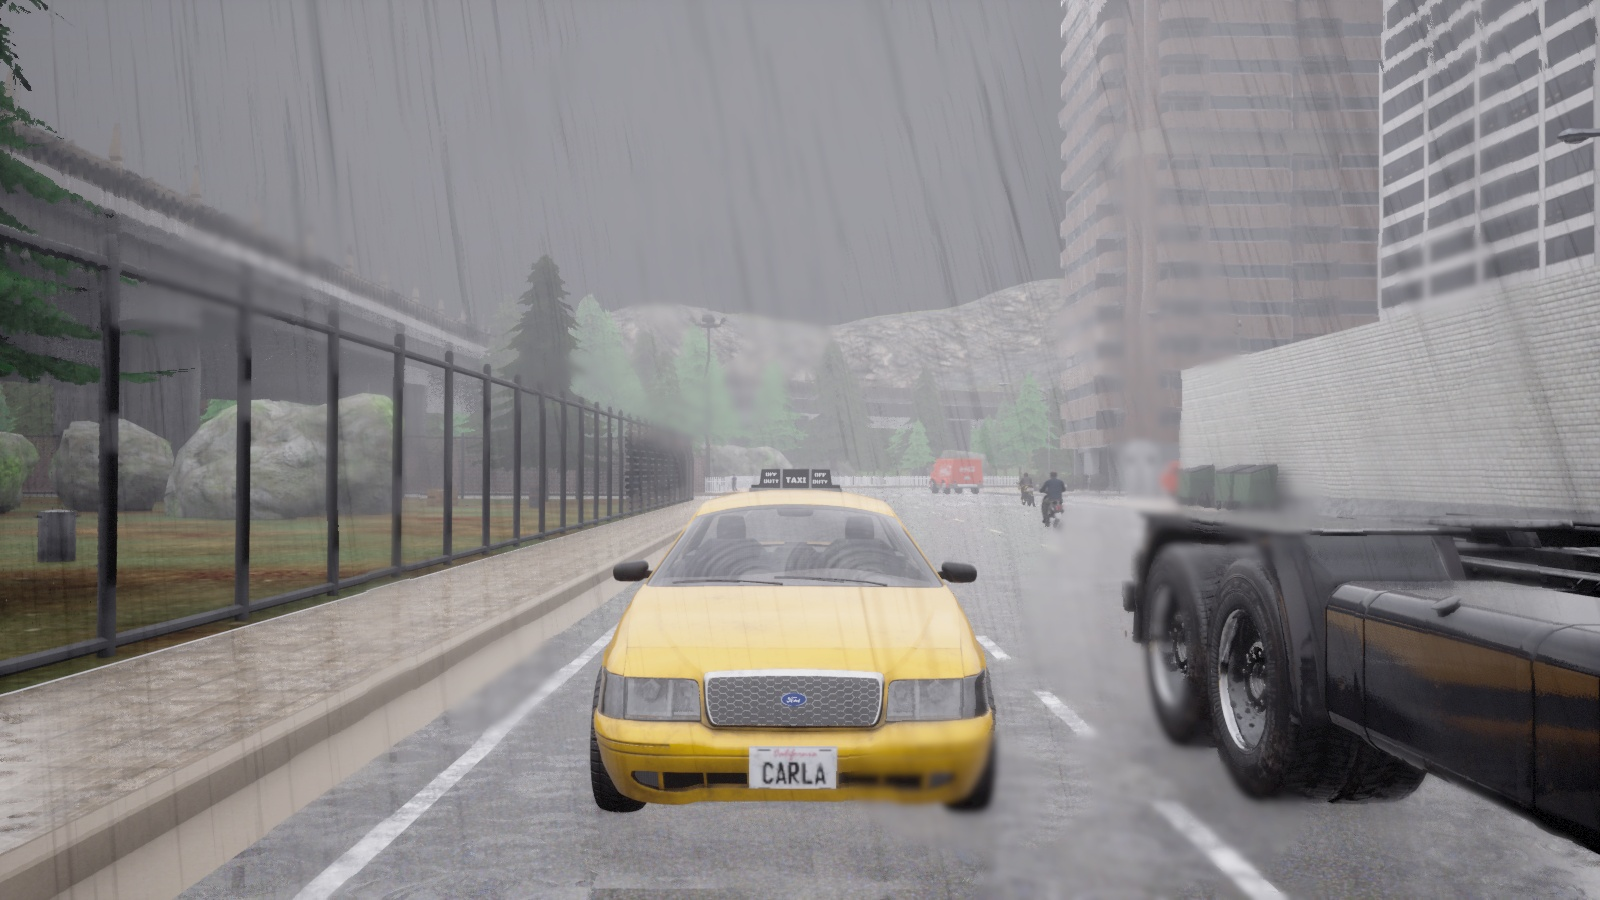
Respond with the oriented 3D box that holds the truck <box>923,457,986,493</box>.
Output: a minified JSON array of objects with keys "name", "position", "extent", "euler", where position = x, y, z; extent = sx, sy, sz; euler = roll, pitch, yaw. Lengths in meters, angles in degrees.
[{"name":"truck","position":[10.848,1.764,88.569],"extent":[2.627,2.467,5.204],"euler":[0,-1,-14]}]

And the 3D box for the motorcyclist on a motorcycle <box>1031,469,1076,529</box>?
[{"name":"motorcyclist on a motorcycle","position":[6.901,1.314,34.260],"extent":[0.866,1.590,1.817],"euler":[0,-1,0]}]

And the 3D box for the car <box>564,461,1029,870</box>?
[{"name":"car","position":[-0.022,0.880,7.560],"extent":[1.801,1.575,5.366],"euler":[0,-1,0]}]

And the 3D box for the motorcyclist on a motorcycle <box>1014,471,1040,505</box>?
[{"name":"motorcyclist on a motorcycle","position":[10.336,1.714,57.208],"extent":[0.797,1.523,2.044],"euler":[0,-1,0]}]

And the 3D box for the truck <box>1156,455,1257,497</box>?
[{"name":"truck","position":[24.399,1.552,75.578],"extent":[5.204,2.467,2.627],"euler":[0,-1,0]}]

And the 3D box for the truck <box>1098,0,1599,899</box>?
[{"name":"truck","position":[3.483,-0.105,4.529],"extent":[2.891,3.462,7.936],"euler":[0,-1,0]}]
